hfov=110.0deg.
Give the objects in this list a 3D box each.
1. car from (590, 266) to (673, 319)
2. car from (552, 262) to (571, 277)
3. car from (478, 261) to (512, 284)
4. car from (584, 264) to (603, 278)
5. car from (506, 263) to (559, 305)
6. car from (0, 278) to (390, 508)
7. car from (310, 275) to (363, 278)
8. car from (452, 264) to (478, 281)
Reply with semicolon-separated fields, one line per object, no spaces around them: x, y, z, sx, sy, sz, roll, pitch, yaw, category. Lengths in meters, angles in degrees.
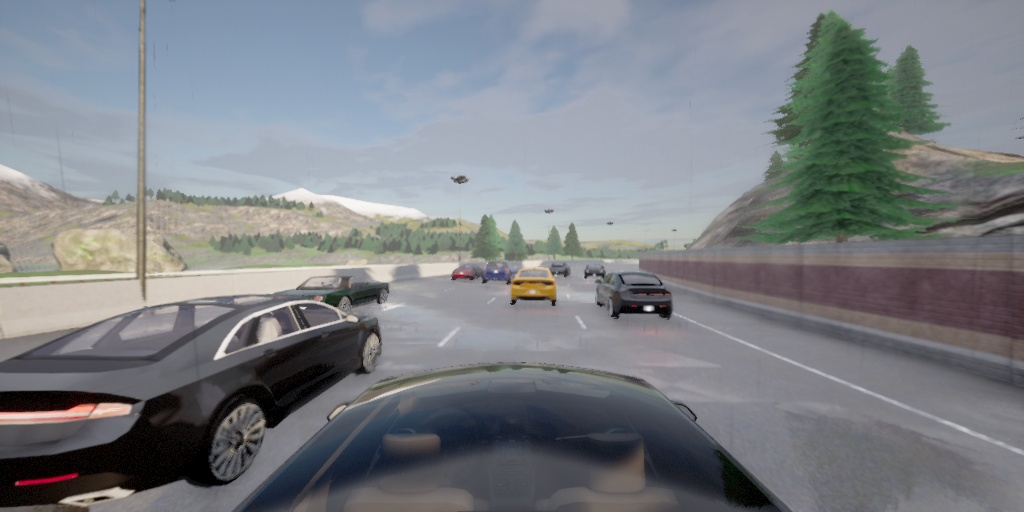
4.232;1.289;13.019;1.837;1.490;4.892;0;0;4;car
4.801;1.309;36.051;2.128;1.511;4.902;0;0;14;car
-0.767;1.135;27.462;2.097;1.767;4.553;0;0;10;car
8.020;1.429;34.654;1.895;1.301;4.718;0;0;15;car
1.069;1.252;16.474;1.882;1.535;5.008;0;0;6;car
-3.284;1.232;4.587;2.128;1.511;4.902;0;0;1;car
-6.314;1.342;13.320;1.895;1.301;4.718;0;0;5;car
-3.643;1.340;30.852;1.994;1.385;4.181;0;0;12;car
